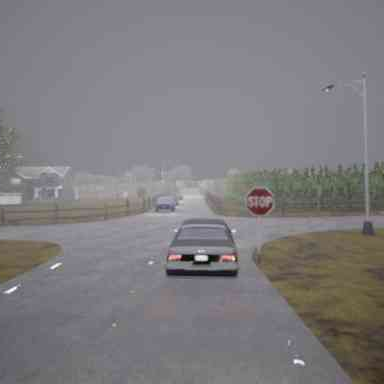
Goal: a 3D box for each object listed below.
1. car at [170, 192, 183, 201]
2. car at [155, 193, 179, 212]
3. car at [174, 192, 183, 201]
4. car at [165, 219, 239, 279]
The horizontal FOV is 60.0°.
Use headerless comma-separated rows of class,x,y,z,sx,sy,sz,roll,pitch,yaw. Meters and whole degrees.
car,-2.586,0.745,56.729,1.994,1.385,4.181,0,2,1
car,-2.704,1.180,34.690,1.882,1.535,5.008,0,1,0
car,-2.653,1.056,44.708,2.033,1.411,5.357,0,1,0
car,0.365,1.502,9.928,2.033,1.411,5.357,0,0,4
